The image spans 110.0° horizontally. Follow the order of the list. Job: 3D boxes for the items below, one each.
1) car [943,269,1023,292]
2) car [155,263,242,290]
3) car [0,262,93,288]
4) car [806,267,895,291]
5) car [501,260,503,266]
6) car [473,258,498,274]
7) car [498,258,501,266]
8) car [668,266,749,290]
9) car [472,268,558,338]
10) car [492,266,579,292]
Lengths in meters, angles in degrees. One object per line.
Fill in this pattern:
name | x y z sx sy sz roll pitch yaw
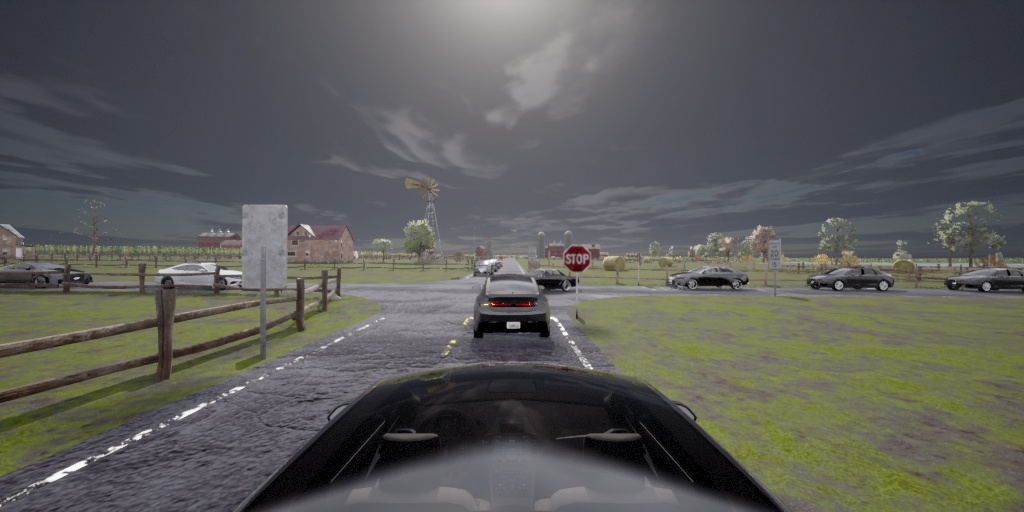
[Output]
car | 31.704 1.587 23.768 4.892 1.490 1.837 1 -1 -1
car | -17.242 1.103 20.162 4.674 1.442 1.812 1 -1 -1
car | -26.362 1.048 20.041 4.181 1.385 1.994 1 -1 -1
car | 22.201 1.499 23.648 4.892 1.490 1.837 1 -1 -1
car | -2.817 1.240 55.879 2.128 1.511 4.902 0 0 0
car | -2.856 1.243 36.891 2.128 1.511 4.902 0 0 0
car | -2.849 1.241 46.337 2.128 1.511 4.902 0 0 0
car | 12.800 1.397 23.478 4.902 1.511 2.128 1 -1 -2
car | -0.073 1.256 10.204 1.837 1.490 4.892 0 0 -3
car | 1.501 1.369 20.250 4.718 1.301 1.895 1 0 -35
